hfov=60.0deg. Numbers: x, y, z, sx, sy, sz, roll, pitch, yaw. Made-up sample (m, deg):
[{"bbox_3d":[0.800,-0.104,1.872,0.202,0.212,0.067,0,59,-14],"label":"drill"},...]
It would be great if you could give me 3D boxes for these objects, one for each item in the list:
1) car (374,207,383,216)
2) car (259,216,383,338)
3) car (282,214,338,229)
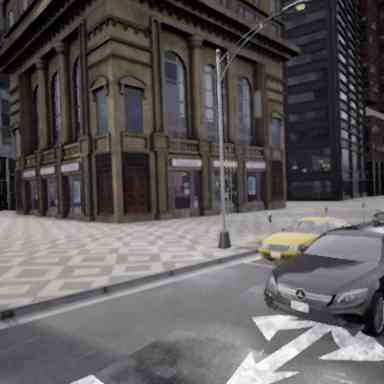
[{"bbox_3d":[11.281,1.253,18.136,4.403,1.369,2.008,-2,-1,-44],"label":"car"},{"bbox_3d":[3.369,1.470,6.762,4.674,1.442,1.812,-2,0,-43],"label":"car"},{"bbox_3d":[4.130,1.439,11.231,4.829,1.417,1.752,-2,-1,-44],"label":"car"}]
